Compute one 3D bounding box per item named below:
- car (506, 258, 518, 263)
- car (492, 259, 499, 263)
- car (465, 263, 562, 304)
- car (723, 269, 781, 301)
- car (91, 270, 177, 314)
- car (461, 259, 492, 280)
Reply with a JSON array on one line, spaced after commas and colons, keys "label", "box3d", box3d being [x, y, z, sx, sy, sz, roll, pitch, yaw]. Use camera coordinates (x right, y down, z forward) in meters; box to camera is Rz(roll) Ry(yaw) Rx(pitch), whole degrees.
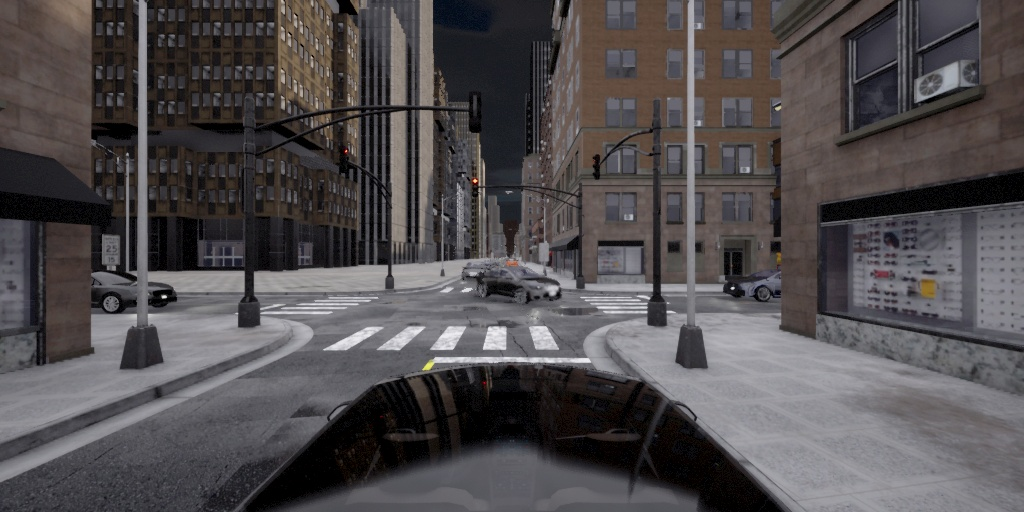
[{"label": "car", "box3d": [-0.025, 1.103, 61.640, 2.097, 1.767, 4.553, 0, 0, 0]}, {"label": "car", "box3d": [-3.187, 1.299, 46.704, 2.033, 1.411, 5.357, 0, 0, 0]}, {"label": "car", "box3d": [0.151, 1.245, 16.388, 2.128, 1.511, 4.902, 0, 0, -37]}, {"label": "car", "box3d": [12.220, 1.314, 16.648, 4.181, 1.385, 1.994, 0, 0, -1]}, {"label": "car", "box3d": [-15.259, 1.259, 13.210, 4.892, 1.490, 1.837, 0, 0, -1]}, {"label": "car", "box3d": [-3.157, 1.240, 30.619, 2.128, 1.511, 4.902, 0, 0, 0]}]
